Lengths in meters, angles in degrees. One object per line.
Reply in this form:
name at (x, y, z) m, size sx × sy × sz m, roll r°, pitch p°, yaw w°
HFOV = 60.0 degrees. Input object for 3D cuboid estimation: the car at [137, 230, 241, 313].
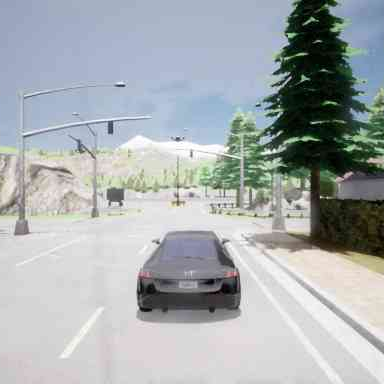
car at (-0.033, 1.574, 7.816) m, size 1.994 × 1.385 × 4.181 m, roll 0°, pitch 0°, yaw 1°
